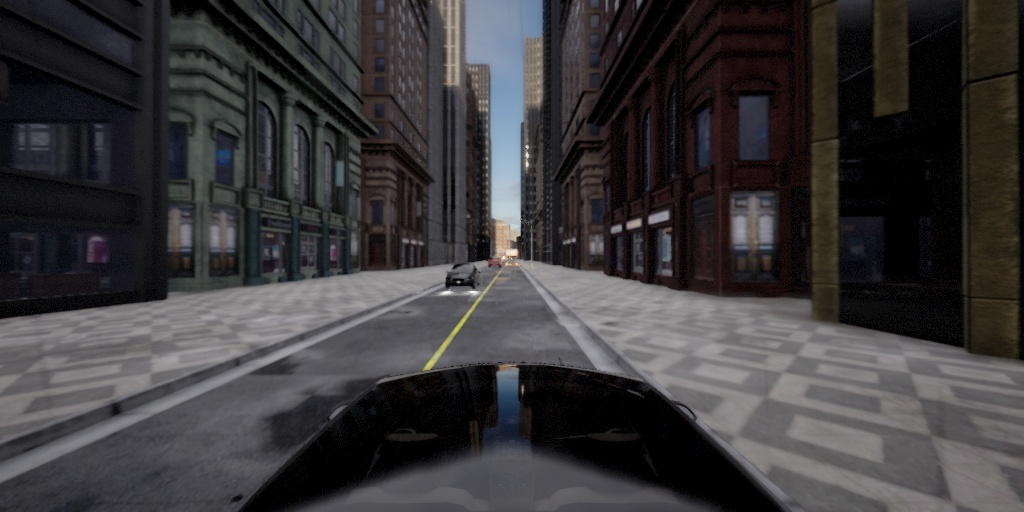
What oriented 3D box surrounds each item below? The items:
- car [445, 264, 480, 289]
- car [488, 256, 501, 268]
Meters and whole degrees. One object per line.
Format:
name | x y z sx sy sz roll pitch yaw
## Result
car | -3.115 1.272 23.281 1.837 1.490 4.892 0 0 0
car | -3.080 1.079 64.125 2.150 2.045 5.566 0 0 1
